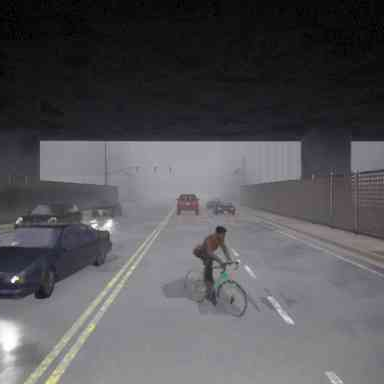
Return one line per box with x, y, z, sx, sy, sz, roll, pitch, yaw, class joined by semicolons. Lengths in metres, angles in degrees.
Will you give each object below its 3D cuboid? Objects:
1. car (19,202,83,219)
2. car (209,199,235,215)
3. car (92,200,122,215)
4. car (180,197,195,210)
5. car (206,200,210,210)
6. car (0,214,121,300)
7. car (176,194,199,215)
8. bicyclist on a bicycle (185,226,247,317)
-7.304;1.352;17.431;2.097;1.767;4.553;0;0;-1;car
3.140;1.601;33.593;1.895;1.301;4.718;0;0;-1;car
-7.481;1.493;29.670;2.128;1.511;4.902;0;0;-1;car
-0.623;1.477;44.985;1.882;1.535;5.008;0;0;-1;car
2.983;1.564;43.760;1.994;1.385;4.181;0;0;-1;car
-3.770;1.548;8.843;2.033;1.411;5.357;0;0;6;car
-0.422;1.221;34.276;2.150;2.045;5.566;0;0;-1;car
0.416;1.454;6.383;0.582;1.620;1.656;0;2;-43;bicyclist on a bicycle
